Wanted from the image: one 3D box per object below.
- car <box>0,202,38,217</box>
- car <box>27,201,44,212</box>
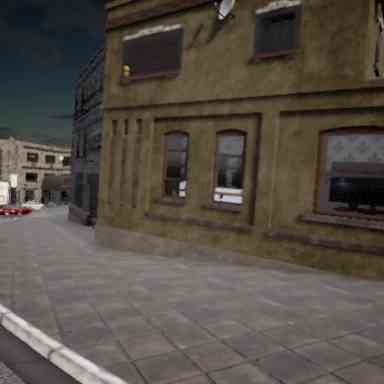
[{"bbox_3d":[-19.904,2.112,38.016,1.895,1.301,4.718,4,-2,-2],"label":"car"},{"bbox_3d":[-22.945,2.037,47.447,1.812,1.442,4.674,4,-1,8],"label":"car"}]
